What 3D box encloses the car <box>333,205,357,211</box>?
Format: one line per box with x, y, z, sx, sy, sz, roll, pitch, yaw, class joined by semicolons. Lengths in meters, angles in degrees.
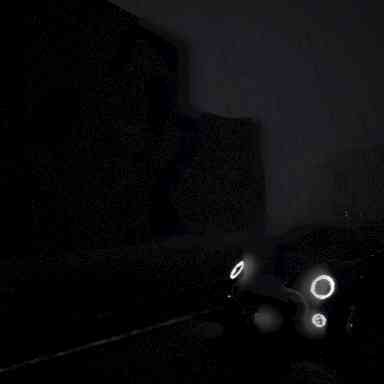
21.444;2.832;46.461;2.150;2.045;5.566;-2;-4;3;car

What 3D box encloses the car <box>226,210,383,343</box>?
2.728;1.416;6.742;4.553;1.767;2.097;1;-1;-44;car
